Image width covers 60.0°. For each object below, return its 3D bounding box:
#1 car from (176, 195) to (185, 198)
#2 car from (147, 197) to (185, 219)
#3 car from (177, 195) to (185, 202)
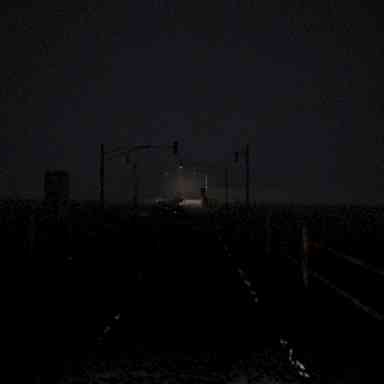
[{"bbox_3d":[-2.710,1.599,67.264,2.033,1.411,5.357,0,0,0],"label":"car"},{"bbox_3d":[-2.414,1.480,29.397,1.882,1.535,5.008,1,0,-26],"label":"car"},{"bbox_3d":[-2.652,1.571,82.724,1.837,1.490,4.892,0,0,0],"label":"car"}]
